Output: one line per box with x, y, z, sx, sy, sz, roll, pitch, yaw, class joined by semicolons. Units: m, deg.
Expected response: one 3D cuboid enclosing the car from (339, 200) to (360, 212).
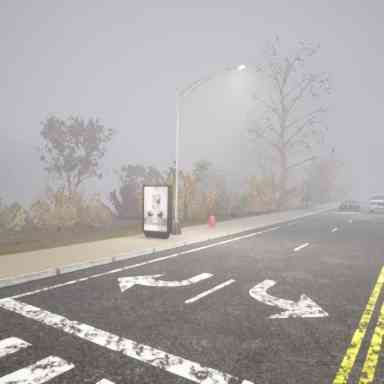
18.796;1.600;39.607;1.994;1.385;4.181;0;0;31;car

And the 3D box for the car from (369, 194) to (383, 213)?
21.577;1.261;37.926;2.150;2.045;5.566;0;0;31;car
